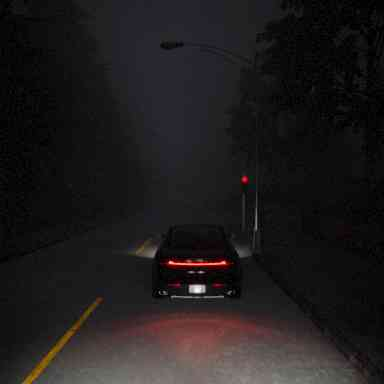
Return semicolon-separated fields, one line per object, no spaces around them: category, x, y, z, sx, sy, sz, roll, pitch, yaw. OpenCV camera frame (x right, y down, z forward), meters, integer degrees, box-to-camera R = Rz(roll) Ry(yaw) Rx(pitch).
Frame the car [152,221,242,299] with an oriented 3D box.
car;0.100;1.505;8.439;1.837;1.490;4.892;0;0;0

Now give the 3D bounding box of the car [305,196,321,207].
car;15.801;1.300;45.005;1.994;1.381;4.181;0;0;0
